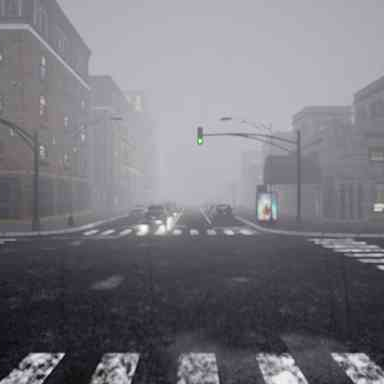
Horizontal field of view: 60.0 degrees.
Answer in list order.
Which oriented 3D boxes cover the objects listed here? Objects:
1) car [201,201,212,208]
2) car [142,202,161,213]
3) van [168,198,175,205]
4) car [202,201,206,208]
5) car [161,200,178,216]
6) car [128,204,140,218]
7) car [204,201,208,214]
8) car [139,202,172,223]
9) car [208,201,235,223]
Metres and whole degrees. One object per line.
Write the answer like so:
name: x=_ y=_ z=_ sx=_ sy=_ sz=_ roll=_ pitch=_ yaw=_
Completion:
car: x=2.757 y=2.394 z=63.935 sx=2.008 sy=1.369 sz=4.403 roll=-1 pitch=-1 yaw=0
car: x=-5.643 y=2.162 z=46.844 sx=2.008 sy=1.369 sz=4.403 roll=0 pitch=-1 yaw=0
van: x=-5.594 y=2.593 z=92.415 sx=1.690 sy=1.788 sz=3.998 roll=-1 pitch=-1 yaw=0
car: x=2.738 y=2.160 z=46.847 sx=2.008 sy=1.369 sz=4.403 roll=-1 pitch=-1 yaw=0
car: x=-3.056 y=1.992 z=38.590 sx=2.128 sy=1.511 sz=4.902 roll=0 pitch=-1 yaw=0
car: x=-5.656 y=2.009 z=35.451 sx=2.008 sy=1.369 sz=4.403 roll=0 pitch=-1 yaw=0
car: x=2.731 y=2.114 z=41.150 sx=1.802 sy=1.307 sz=4.206 roll=0 pitch=-1 yaw=0
car: x=-3.068 y=1.875 z=28.894 sx=1.837 sy=1.490 sz=4.892 roll=0 pitch=-1 yaw=0
car: x=2.718 y=1.820 z=29.759 sx=1.967 sy=1.590 sz=4.097 roll=0 pitch=-1 yaw=0
